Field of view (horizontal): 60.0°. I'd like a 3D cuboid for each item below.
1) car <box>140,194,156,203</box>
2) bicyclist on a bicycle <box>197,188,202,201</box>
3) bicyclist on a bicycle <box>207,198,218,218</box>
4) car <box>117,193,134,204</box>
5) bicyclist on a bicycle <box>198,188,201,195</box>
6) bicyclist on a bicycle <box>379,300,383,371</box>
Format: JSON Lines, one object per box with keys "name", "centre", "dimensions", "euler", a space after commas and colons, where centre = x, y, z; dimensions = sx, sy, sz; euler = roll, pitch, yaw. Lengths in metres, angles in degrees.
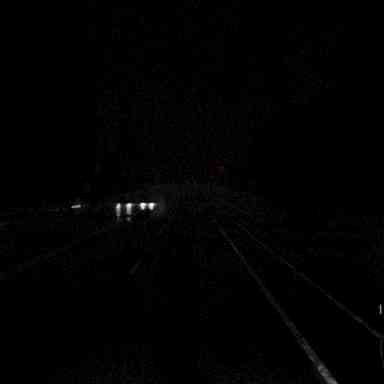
{"name": "car", "centre": [-6.524, 0.947, 49.717], "dimensions": [1.994, 1.385, 4.181], "euler": [0, 1, 0]}
{"name": "bicyclist on a bicycle", "centre": [1.284, 0.714, 57.466], "dimensions": [0.866, 1.612, 1.509], "euler": [18, 7, 9]}
{"name": "bicyclist on a bicycle", "centre": [1.519, 1.200, 25.442], "dimensions": [0.866, 1.612, 1.509], "euler": [17, 3, 10]}
{"name": "car", "centre": [-9.777, 0.915, 49.254], "dimensions": [1.812, 1.442, 4.674], "euler": [0, 1, 0]}
{"name": "bicyclist on a bicycle", "centre": [2.060, -0.226, 90.328], "dimensions": [0.659, 1.776, 1.843], "euler": [0, 2, 0]}
{"name": "bicyclist on a bicycle", "centre": [2.266, 1.424, 3.196], "dimensions": [0.582, 1.620, 1.656], "euler": [0, 0, 0]}
